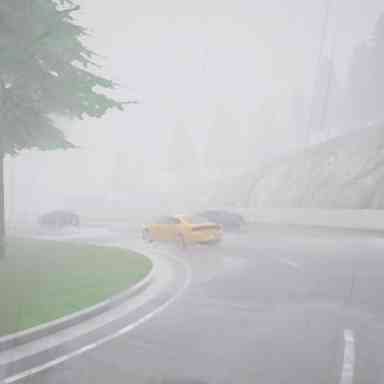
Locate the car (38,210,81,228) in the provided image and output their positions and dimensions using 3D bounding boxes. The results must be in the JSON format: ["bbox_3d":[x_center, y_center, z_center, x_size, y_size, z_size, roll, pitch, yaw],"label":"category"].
[{"bbox_3d":[-11.834,2.357,29.575,4.892,1.490,1.837,-2,-1,39],"label":"car"}]

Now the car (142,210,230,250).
[{"bbox_3d":[-0.637,1.827,16.257,1.882,1.535,5.008,1,-2,-36],"label":"car"}]

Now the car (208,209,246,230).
[{"bbox_3d":[1.498,1.957,23.653,4.892,1.490,1.837,-2,-2,40],"label":"car"}]
